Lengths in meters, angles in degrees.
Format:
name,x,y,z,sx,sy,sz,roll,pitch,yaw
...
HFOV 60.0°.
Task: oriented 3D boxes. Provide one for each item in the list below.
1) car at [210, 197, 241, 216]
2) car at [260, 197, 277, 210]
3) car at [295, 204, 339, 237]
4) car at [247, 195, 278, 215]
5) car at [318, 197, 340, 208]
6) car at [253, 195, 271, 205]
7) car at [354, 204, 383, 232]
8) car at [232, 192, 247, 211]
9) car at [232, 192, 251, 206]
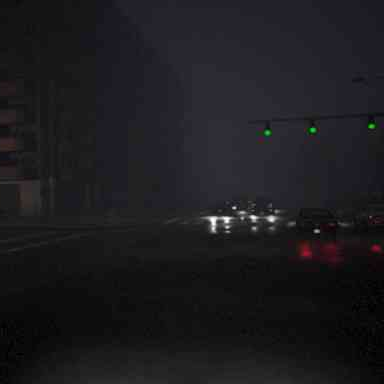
name,x,y,z,sx,sy,sz,roll,pitch,yaw
car,3.038,1.505,31.531,1.994,1.385,4.181,-1,0,17
car,9.492,1.374,41.280,1.812,1.442,4.674,-1,0,16
car,6.391,1.504,17.491,1.895,1.301,4.718,-1,0,16
car,7.022,1.238,32.645,2.097,1.767,4.553,-1,0,17
car,16.739,1.277,40.651,1.812,1.442,4.674,-1,0,14
car,11.527,1.320,55.167,1.837,1.490,4.892,-1,0,-1
car,10.359,1.374,18.579,1.812,1.442,4.674,-1,0,16
car,5.412,1.256,39.705,2.097,1.767,4.553,-1,0,16
car,8.007,1.083,54.290,2.150,2.045,5.566,-1,0,0
